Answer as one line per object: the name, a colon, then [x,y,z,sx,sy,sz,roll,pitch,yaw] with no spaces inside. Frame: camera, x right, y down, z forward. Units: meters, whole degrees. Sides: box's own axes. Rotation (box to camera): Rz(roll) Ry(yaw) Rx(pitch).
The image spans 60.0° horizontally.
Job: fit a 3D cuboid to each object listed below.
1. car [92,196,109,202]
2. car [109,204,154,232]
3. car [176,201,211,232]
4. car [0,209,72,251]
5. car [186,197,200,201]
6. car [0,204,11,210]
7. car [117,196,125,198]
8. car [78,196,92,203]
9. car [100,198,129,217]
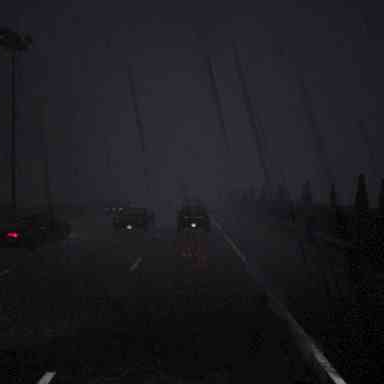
car: [-17.563,1.568,65.934,2.128,1.511,4.902,0,0,0]
car: [-3.418,1.615,20.331,1.895,1.301,4.718,0,0,0]
car: [0.082,1.519,20.156,1.837,1.490,4.892,0,0,0]
car: [-6.912,1.558,14.168,2.033,1.411,5.357,0,0,0]
car: [0.066,1.377,36.990,2.097,1.767,4.553,0,0,0]
car: [-14.120,1.582,23.992,1.994,1.385,4.181,0,0,0]
car: [-14.067,1.571,65.960,1.812,1.442,4.674,0,0,0]
car: [-21.061,1.572,65.919,2.128,1.511,4.902,0,0,0]
car: [-6.929,1.570,31.900,2.033,1.411,5.357,0,0,0]
